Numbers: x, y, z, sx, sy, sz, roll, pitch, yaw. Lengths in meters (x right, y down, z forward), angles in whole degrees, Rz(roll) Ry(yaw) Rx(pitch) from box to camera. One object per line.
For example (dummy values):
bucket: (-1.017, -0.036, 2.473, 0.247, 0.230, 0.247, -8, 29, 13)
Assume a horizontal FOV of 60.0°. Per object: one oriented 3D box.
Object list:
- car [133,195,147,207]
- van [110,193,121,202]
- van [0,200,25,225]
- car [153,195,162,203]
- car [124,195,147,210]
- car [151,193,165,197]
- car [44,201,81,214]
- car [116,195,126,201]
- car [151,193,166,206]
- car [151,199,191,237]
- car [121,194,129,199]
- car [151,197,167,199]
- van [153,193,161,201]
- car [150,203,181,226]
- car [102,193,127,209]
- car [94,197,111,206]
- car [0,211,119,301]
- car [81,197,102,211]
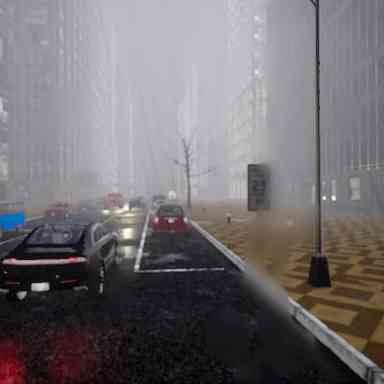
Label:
car: (-7.725, 1.317, 49.684, 1.882, 1.535, 5.008, 0, 0, -6)
van: (-15.498, 1.146, 67.396, 1.690, 1.788, 3.998, 0, 0, -7)
van: (-9.760, 1.309, 16.520, 1.690, 1.788, 3.998, 0, 0, -7)
car: (-6.540, 1.312, 62.853, 1.752, 1.417, 4.829, 0, 0, -7)
car: (-6.514, 1.363, 39.563, 2.128, 1.511, 4.902, 0, 0, -6)
car: (-4.567, 1.156, 45.729, 2.192, 1.841, 5.009, 0, 0, -7)
car: (-10.952, 1.476, 27.835, 1.887, 1.381, 4.507, 0, 0, -7)
car: (-16.802, 1.335, 78.700, 1.947, 1.339, 4.313, 0, 0, -7)
car: (-5.218, 1.138, 51.380, 2.192, 1.841, 5.009, 0, 0, -7)
car: (-1.191, 1.372, 17.487, 1.967, 1.590, 4.097, 0, 0, -7)
car: (-18.104, 1.286, 90.004, 2.008, 1.369, 4.403, 0, 0, -7)
car: (-3.266, 1.459, 34.426, 1.802, 1.307, 4.206, 0, 0, -7)
van: (-7.822, 1.093, 73.987, 1.690, 1.788, 3.998, 0, 0, -7)
car: (-1.899, 1.479, 23.132, 1.947, 1.339, 4.313, 0, 0, -7)
car: (-9.978, 1.094, 42.909, 2.150, 2.045, 5.566, 0, 0, -7)
car: (-13.547, 1.424, 50.442, 1.947, 1.339, 4.313, 0, 0, -7)
car: (-2.972, 1.464, 8.312, 2.128, 1.511, 4.902, 0, 0, -7)
car: (-12.245, 1.460, 39.137, 1.947, 1.339, 4.313, 0, 0, -7)
